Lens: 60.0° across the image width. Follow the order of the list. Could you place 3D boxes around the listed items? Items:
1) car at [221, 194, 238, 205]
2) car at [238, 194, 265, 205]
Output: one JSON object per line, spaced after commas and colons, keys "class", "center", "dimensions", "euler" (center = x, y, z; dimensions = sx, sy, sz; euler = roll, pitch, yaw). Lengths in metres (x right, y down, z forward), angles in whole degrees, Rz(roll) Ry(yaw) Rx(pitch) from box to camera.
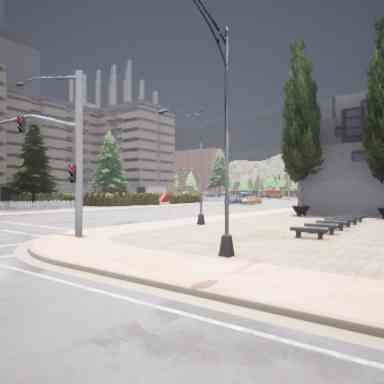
{"class": "car", "center": [7.596, 1.566, 60.071], "dimensions": [1.812, 1.442, 4.674], "euler": [0, 0, 36]}
{"class": "car", "center": [10.429, 1.518, 58.017], "dimensions": [1.882, 1.535, 5.008], "euler": [0, 0, 36]}
